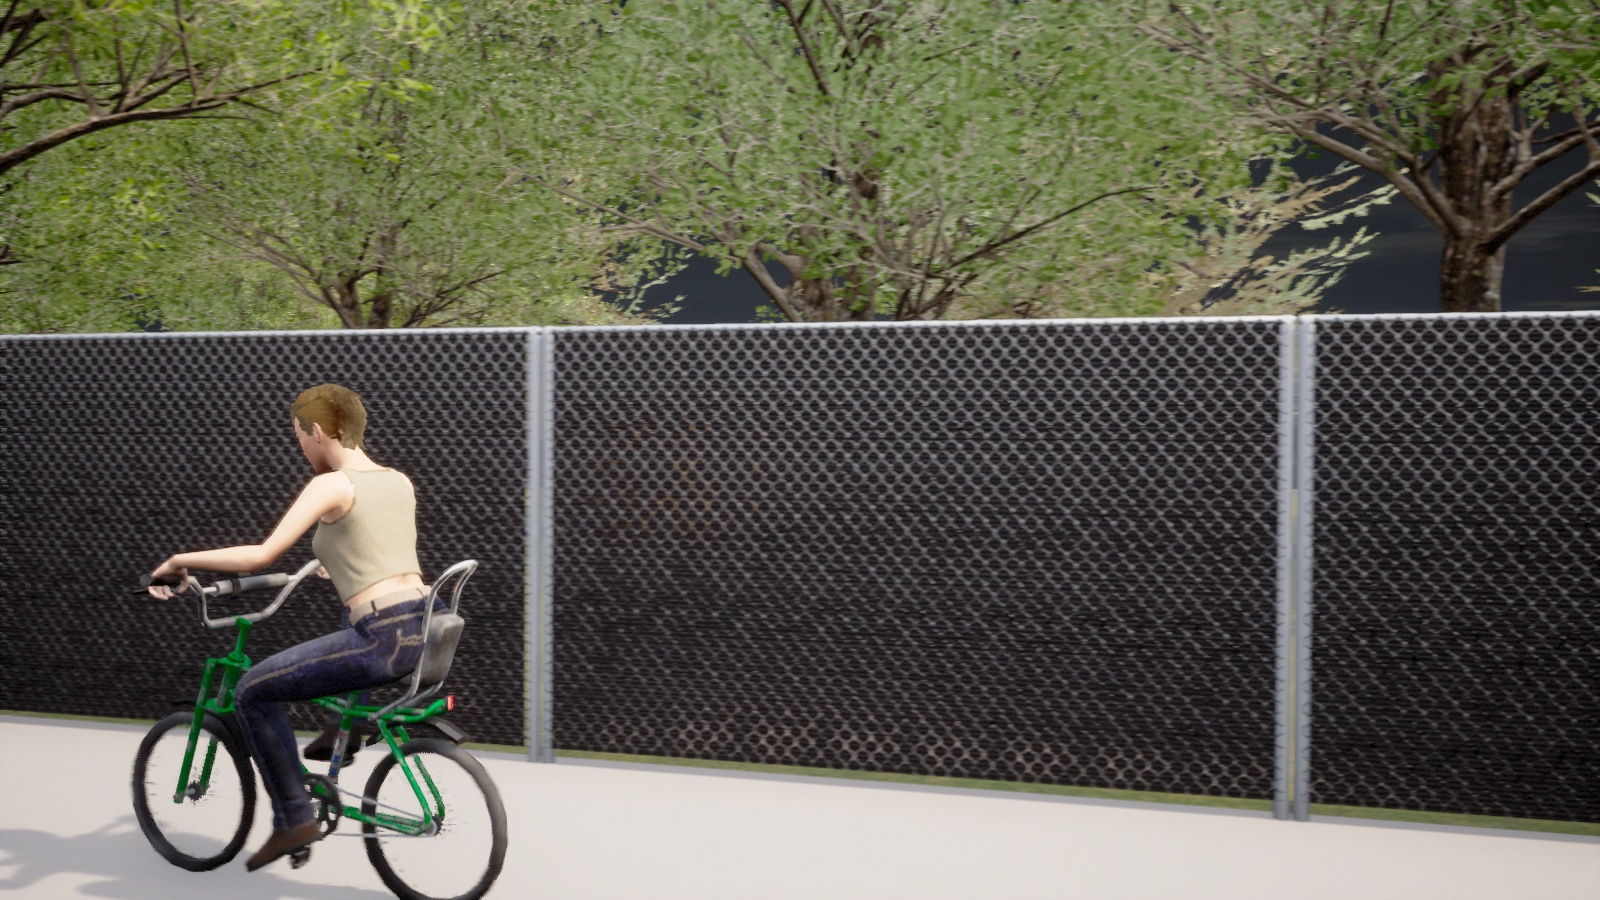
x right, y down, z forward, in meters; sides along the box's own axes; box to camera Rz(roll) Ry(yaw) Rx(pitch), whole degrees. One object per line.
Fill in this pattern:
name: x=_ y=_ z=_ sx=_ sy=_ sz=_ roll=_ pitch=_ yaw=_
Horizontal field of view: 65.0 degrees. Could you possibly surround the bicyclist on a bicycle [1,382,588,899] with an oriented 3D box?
bicyclist on a bicycle: x=-1.564 y=0.625 z=3.970 sx=1.509 sy=1.612 sz=0.866 roll=0 pitch=1 yaw=21
